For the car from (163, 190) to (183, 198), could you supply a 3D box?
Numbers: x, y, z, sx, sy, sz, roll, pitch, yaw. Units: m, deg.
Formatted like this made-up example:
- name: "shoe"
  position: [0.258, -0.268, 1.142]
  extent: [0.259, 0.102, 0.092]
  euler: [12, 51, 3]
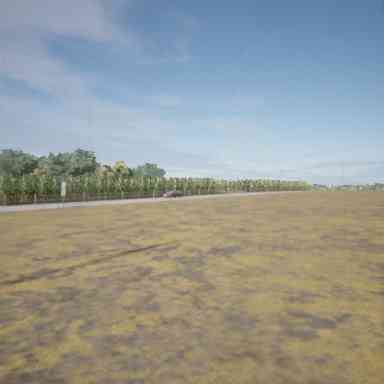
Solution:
- name: "car"
  position: [-3.483, 0.428, 62.351]
  extent: [1.812, 1.442, 4.674]
  euler: [1, 2, 36]
